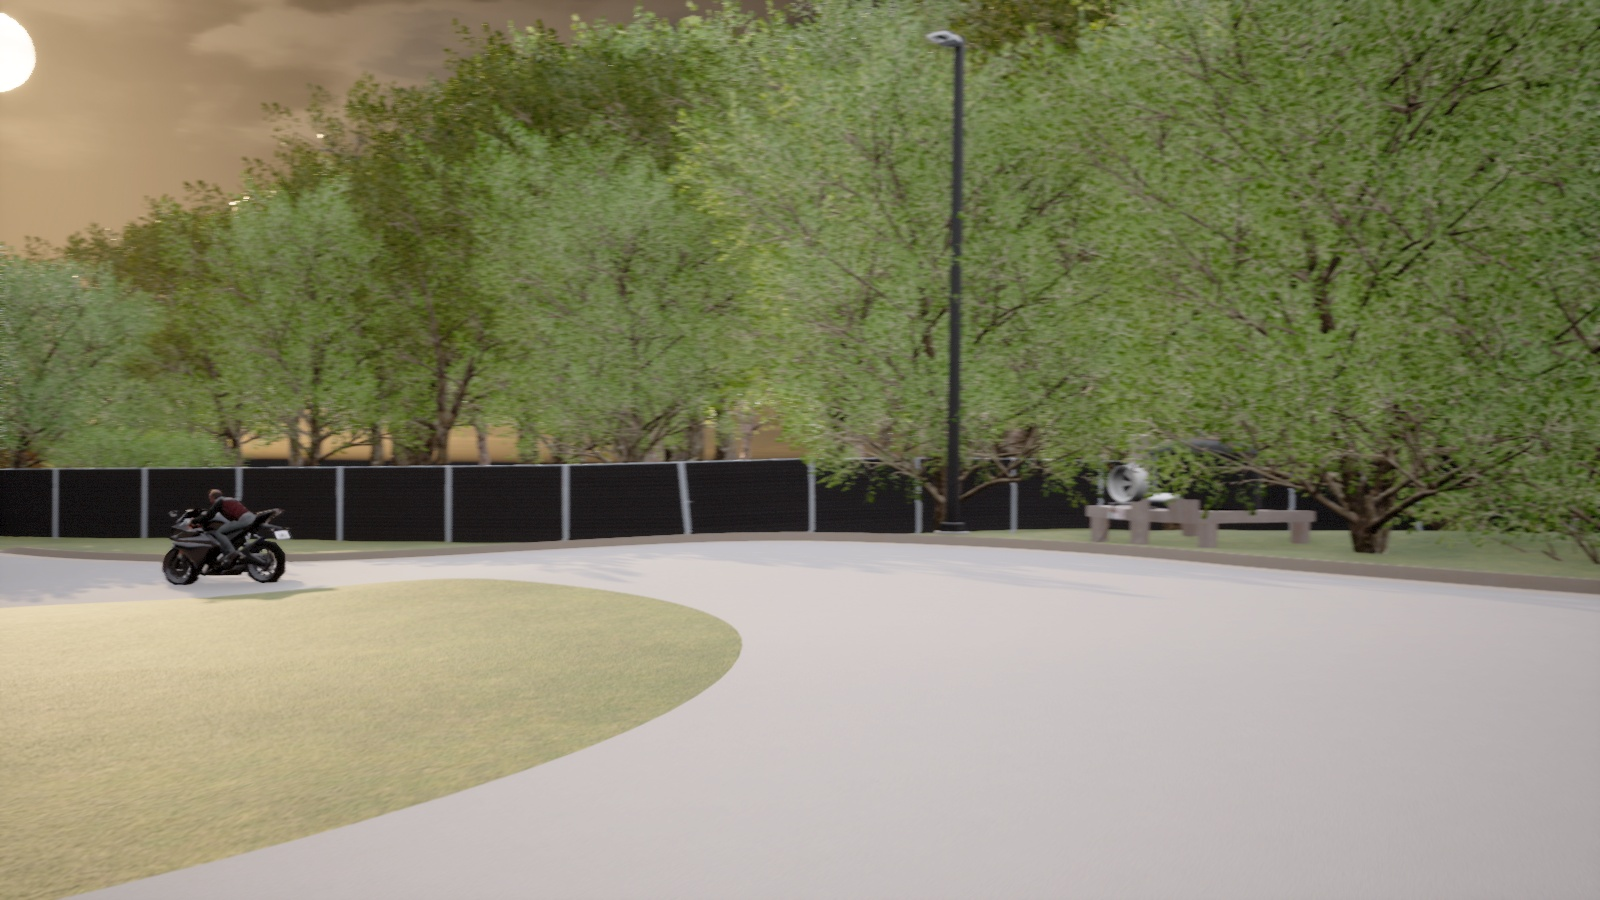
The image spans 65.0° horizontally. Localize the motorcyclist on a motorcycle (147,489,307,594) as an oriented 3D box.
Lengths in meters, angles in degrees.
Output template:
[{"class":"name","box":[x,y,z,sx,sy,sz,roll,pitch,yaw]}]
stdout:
[{"class":"motorcyclist on a motorcycle","box":[-9.051,1.446,19.851,2.191,1.530,0.866,-3,-1,14]}]
